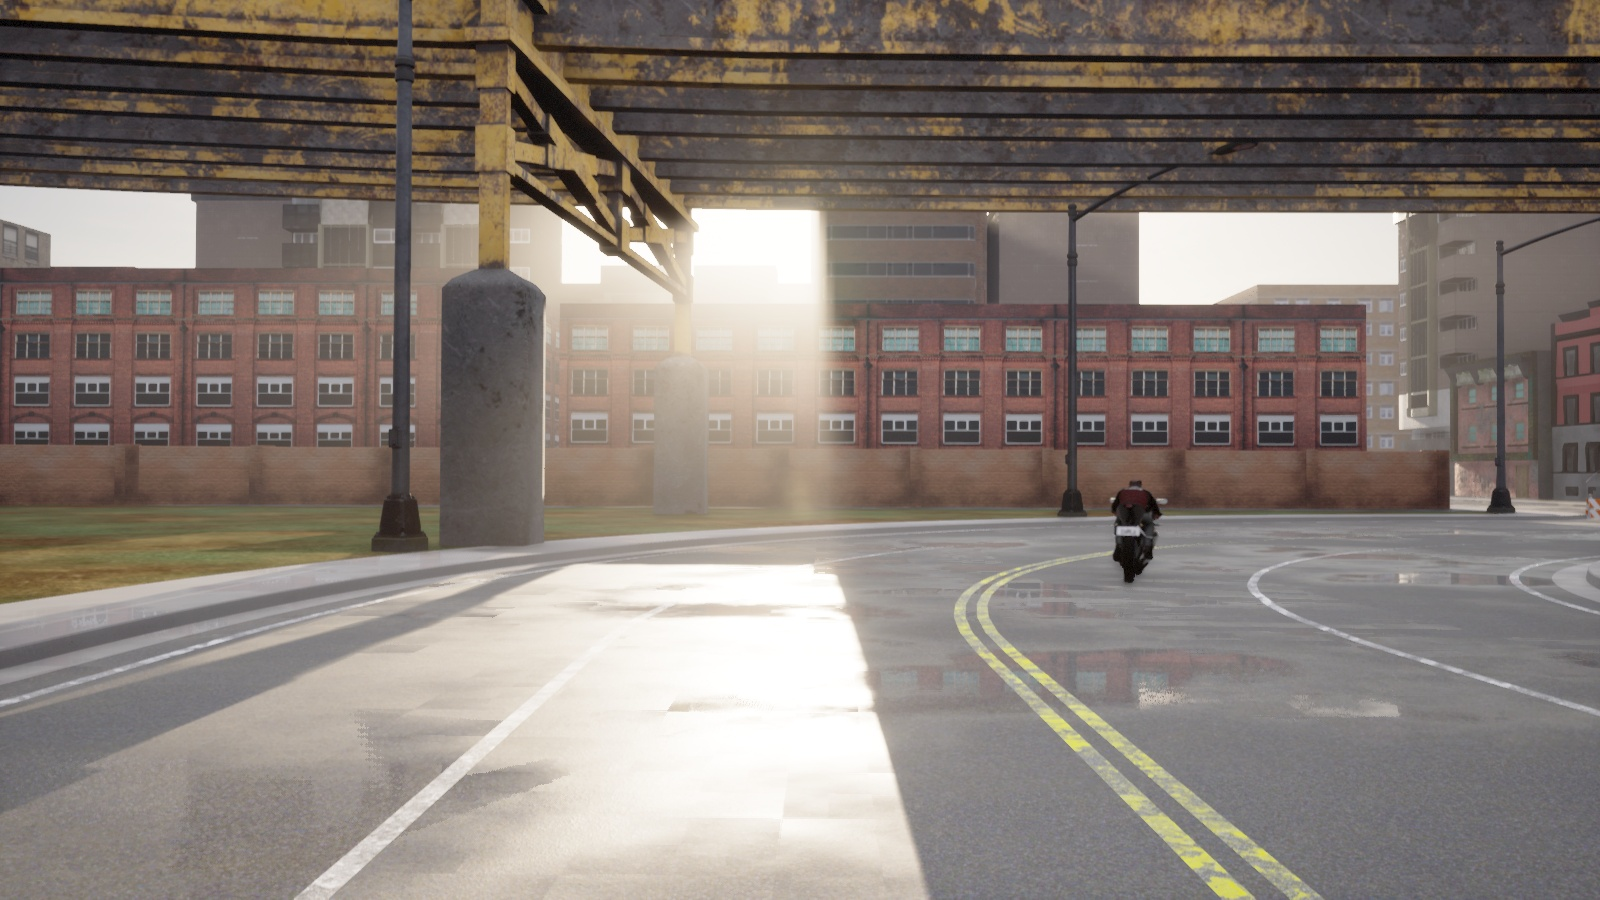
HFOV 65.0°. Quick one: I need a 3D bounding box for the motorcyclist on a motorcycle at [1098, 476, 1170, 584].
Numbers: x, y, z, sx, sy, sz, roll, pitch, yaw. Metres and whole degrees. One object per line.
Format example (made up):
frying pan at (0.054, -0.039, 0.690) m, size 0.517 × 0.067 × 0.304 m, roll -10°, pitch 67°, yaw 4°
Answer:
motorcyclist on a motorcycle at (5.105, 1.166, 19.087) m, size 0.866 × 1.530 × 2.191 m, roll 0°, pitch -1°, yaw 20°
